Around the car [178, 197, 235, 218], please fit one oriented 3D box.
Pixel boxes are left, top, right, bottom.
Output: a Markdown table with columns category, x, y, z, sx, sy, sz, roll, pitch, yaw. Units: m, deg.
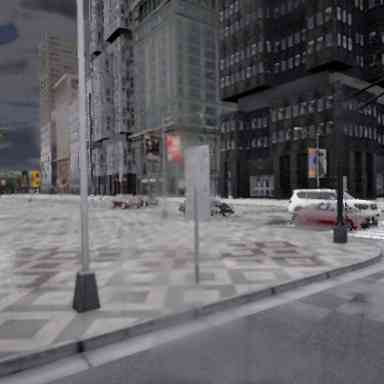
| category | x | y | z | sx | sy | sz | roll | pitch | yaw |
| --- | --- | --- | --- | --- | --- | --- | --- | --- | --- |
| car | 0.993 | 1.222 | 26.424 | 2.033 | 1.411 | 5.357 | -2 | 1 | -36 |

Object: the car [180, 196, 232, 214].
| category | x | y | z | sx | sy | sz | roll | pitch | yaw |
| --- | --- | --- | --- | --- | --- | --- | --- | --- | --- |
| car | 1.236 | 1.150 | 31.642 | 2.033 | 1.411 | 5.357 | -2 | 1 | -35 |

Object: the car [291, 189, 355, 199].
| category | x | y | z | sx | sy | sz | roll | pitch | yaw |
| --- | --- | --- | --- | --- | --- | --- | --- | --- | --- |
| car | 8.805 | 0.832 | 21.120 | 2.150 | 2.045 | 5.566 | -2 | 1 | -36 |

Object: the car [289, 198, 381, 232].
| category | x | y | z | sx | sy | sz | roll | pitch | yaw |
| --- | --- | --- | --- | --- | --- | --- | --- | --- | --- |
| car | 7.389 | 1.246 | 17.534 | 1.994 | 1.385 | 4.181 | -2 | 1 | -36 |

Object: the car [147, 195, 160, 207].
| category | x | y | z | sx | sy | sz | roll | pitch | yaw |
| --- | --- | --- | --- | --- | --- | --- | --- | --- | --- |
| car | -5.842 | 1.106 | 41.507 | 1.837 | 1.490 | 4.892 | -2 | 1 | -35 |

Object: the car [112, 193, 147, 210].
| category | x | y | z | sx | sy | sz | roll | pitch | yaw |
| --- | --- | --- | --- | --- | --- | --- | --- | --- | --- |
| car | -7.505 | 1.023 | 38.240 | 2.097 | 1.767 | 4.553 | -2 | 1 | -36 |
